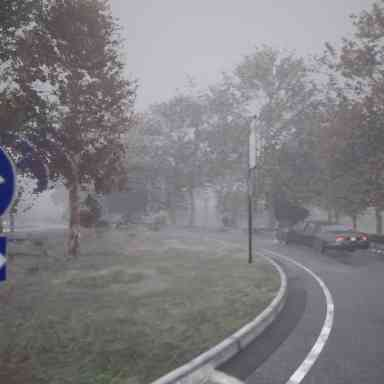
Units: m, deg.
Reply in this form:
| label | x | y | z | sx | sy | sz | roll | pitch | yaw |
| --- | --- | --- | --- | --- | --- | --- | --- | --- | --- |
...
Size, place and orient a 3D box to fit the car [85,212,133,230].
| label | x | y | z | sx | sy | sz | roll | pitch | yaw |
| --- | --- | --- | --- | --- | --- | --- | --- | --- | --- |
| car | -7.565 | 2.488 | 29.329 | 4.902 | 1.511 | 2.128 | -1 | -2 | 23 |

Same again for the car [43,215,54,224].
| label | x | y | z | sx | sy | sz | roll | pitch | yaw |
| --- | --- | --- | --- | --- | --- | --- | --- | --- | --- |
| car | -37.737 | 7.212 | 87.660 | 2.150 | 2.045 | 5.566 | 0 | -6 | -19 |

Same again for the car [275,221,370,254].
| label | x | y | z | sx | sy | sz | roll | pitch | yaw |
| --- | --- | --- | --- | --- | --- | --- | --- | --- | --- |
| car | 6.221 | 2.131 | 16.602 | 2.033 | 1.411 | 5.357 | 0 | -2 | -15 |

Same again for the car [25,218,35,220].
| label | x | y | z | sx | sy | sz | roll | pitch | yaw |
| --- | --- | --- | --- | --- | --- | --- | --- | --- | --- |
| car | -37.657 | 6.641 | 77.410 | 1.895 | 1.301 | 4.718 | 0 | -6 | -21 |

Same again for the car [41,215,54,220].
| label | x | y | z | sx | sy | sz | roll | pitch | yaw |
| --- | --- | --- | --- | --- | --- | --- | --- | --- | --- |
| car | -33.065 | 6.148 | 75.142 | 2.033 | 1.411 | 5.357 | 0 | -6 | -21 |
